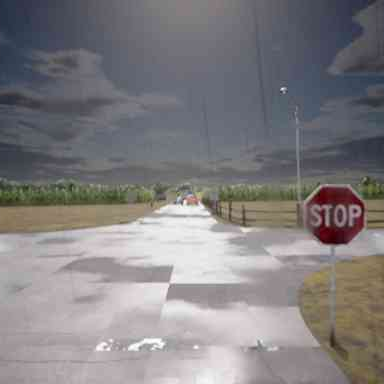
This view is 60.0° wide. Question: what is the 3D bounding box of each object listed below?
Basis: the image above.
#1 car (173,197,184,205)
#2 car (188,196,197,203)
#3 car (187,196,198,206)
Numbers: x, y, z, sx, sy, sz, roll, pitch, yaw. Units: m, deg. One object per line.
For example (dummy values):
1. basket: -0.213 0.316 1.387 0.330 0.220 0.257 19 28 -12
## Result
1. car: -2.659 1.741 65.692 2.128 1.511 4.902 0 0 0
2. car: 0.100 1.629 71.524 1.837 1.490 4.892 0 -1 0
3. car: 0.085 1.571 61.487 2.097 1.767 4.553 0 0 0
